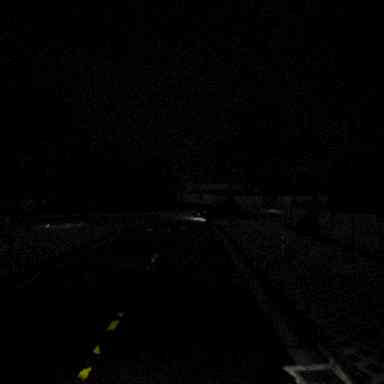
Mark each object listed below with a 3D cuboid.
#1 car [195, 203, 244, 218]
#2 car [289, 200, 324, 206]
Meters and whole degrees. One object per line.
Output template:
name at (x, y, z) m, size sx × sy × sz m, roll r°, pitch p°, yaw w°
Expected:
car at (2.973, 1.830, 35.036) m, size 5.357 × 1.411 × 2.033 m, roll -1°, pitch 2°, yaw -31°
car at (14.425, 1.719, 41.816) m, size 5.357 × 1.411 × 2.033 m, roll -1°, pitch 3°, yaw -32°
